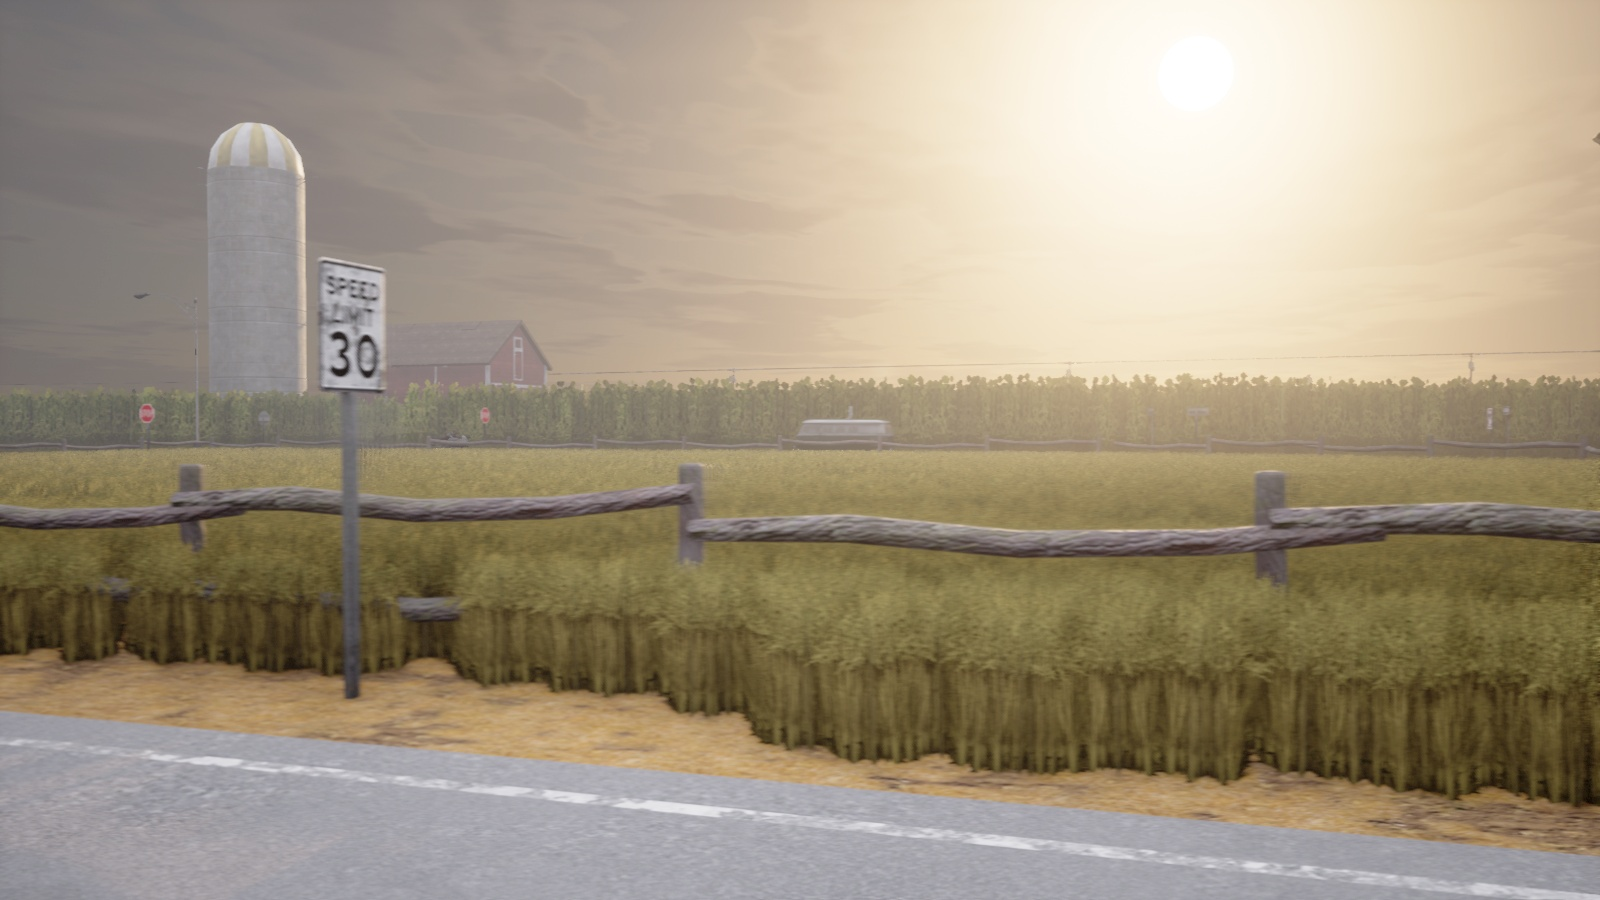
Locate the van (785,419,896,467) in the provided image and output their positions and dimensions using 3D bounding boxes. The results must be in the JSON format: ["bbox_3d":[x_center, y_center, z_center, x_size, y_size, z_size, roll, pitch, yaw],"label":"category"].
[{"bbox_3d":[1.757,-0.318,54.373,4.442,1.987,1.775,1,1,19],"label":"van"}]

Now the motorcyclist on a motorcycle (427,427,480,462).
[{"bbox_3d":[-15.784,-0.270,57.188,2.191,1.530,0.866,1,1,19],"label":"motorcyclist on a motorcycle"}]
